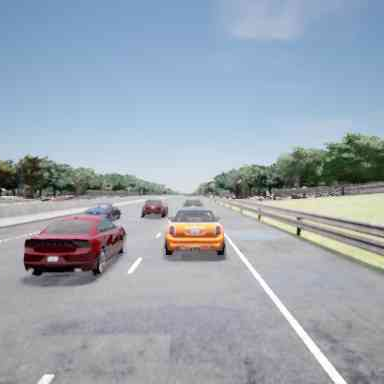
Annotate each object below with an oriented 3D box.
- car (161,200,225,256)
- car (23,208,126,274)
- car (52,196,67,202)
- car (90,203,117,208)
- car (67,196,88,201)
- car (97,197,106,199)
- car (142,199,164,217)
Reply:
[{"bbox_3d":[0.100,1.365,13.302,2.097,1.767,4.553,0,0,0],"label":"car"},{"bbox_3d":[-3.400,1.488,10.593,1.882,1.535,5.008,0,0,0],"label":"car"},{"bbox_3d":[-24.505,1.601,62.578,1.882,1.535,5.008,0,0,0],"label":"car"},{"bbox_3d":[-6.899,1.577,26.038,2.033,1.411,5.357,0,0,0],"label":"car"},{"bbox_3d":[-21.014,1.475,62.237,2.097,1.767,4.553,0,0,0],"label":"car"},{"bbox_3d":[-17.502,1.658,64.564,1.812,1.442,4.674,0,0,0],"label":"car"},{"bbox_3d":[-3.399,1.390,31.245,2.097,1.767,4.553,0,0,0],"label":"car"}]
